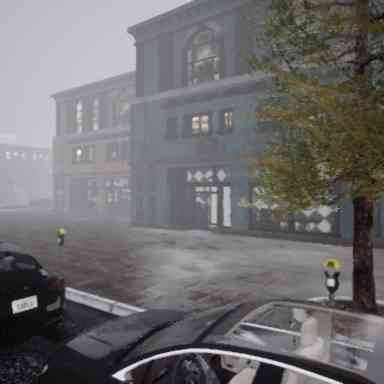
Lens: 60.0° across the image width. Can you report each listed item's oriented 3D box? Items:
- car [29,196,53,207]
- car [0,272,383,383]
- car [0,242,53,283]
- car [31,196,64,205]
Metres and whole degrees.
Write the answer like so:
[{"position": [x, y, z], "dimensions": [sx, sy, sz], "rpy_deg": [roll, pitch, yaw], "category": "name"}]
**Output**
[{"position": [-20.139, 1.444, 46.059], "dimensions": [1.887, 1.381, 4.507], "rpy_deg": [0, 0, 35], "category": "car"}, {"position": [0.581, 1.547, 2.459], "dimensions": [4.403, 1.369, 2.008], "rpy_deg": [0, 0, 36], "category": "car"}, {"position": [-3.929, 1.532, 5.676], "dimensions": [4.313, 1.339, 1.947], "rpy_deg": [0, 0, 36], "category": "car"}, {"position": [-23.960, 1.404, 55.288], "dimensions": [1.752, 1.417, 4.829], "rpy_deg": [0, 0, 35], "category": "car"}]
